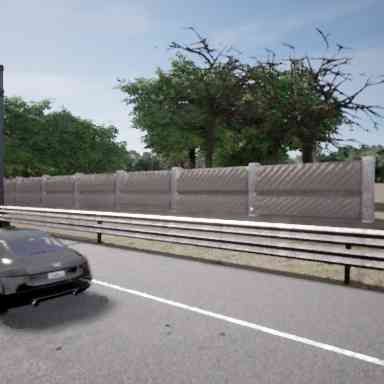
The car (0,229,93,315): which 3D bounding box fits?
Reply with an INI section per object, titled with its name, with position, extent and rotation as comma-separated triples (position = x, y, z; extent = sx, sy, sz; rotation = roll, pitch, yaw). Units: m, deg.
[car]
position = -4.148, 1.553, 7.604
extent = 4.181, 1.385, 1.994
rotation = 0, 0, 39
